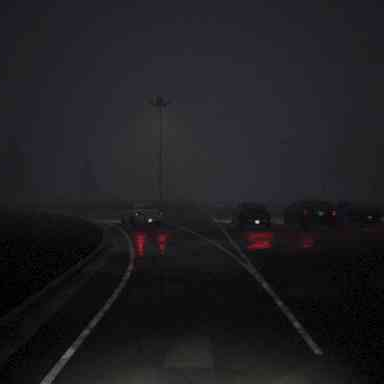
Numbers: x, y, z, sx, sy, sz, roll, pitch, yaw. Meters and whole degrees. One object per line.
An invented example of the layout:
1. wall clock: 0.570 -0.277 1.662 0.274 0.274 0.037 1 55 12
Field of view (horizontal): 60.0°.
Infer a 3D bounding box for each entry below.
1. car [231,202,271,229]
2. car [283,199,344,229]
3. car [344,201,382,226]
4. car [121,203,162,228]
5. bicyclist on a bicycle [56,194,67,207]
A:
1. car: 3.607 1.382 20.787 1.837 1.490 4.892 0 0 0
2. car: 7.107 1.231 20.459 2.097 1.767 4.553 0 0 0
3. car: 10.608 1.346 22.300 1.882 1.535 5.008 0 0 0
4. car: -3.305 1.400 21.354 1.812 1.442 4.674 0 0 -23
5. bicyclist on a bicycle: -16.680 1.052 42.424 0.582 1.620 1.656 0 1 30
